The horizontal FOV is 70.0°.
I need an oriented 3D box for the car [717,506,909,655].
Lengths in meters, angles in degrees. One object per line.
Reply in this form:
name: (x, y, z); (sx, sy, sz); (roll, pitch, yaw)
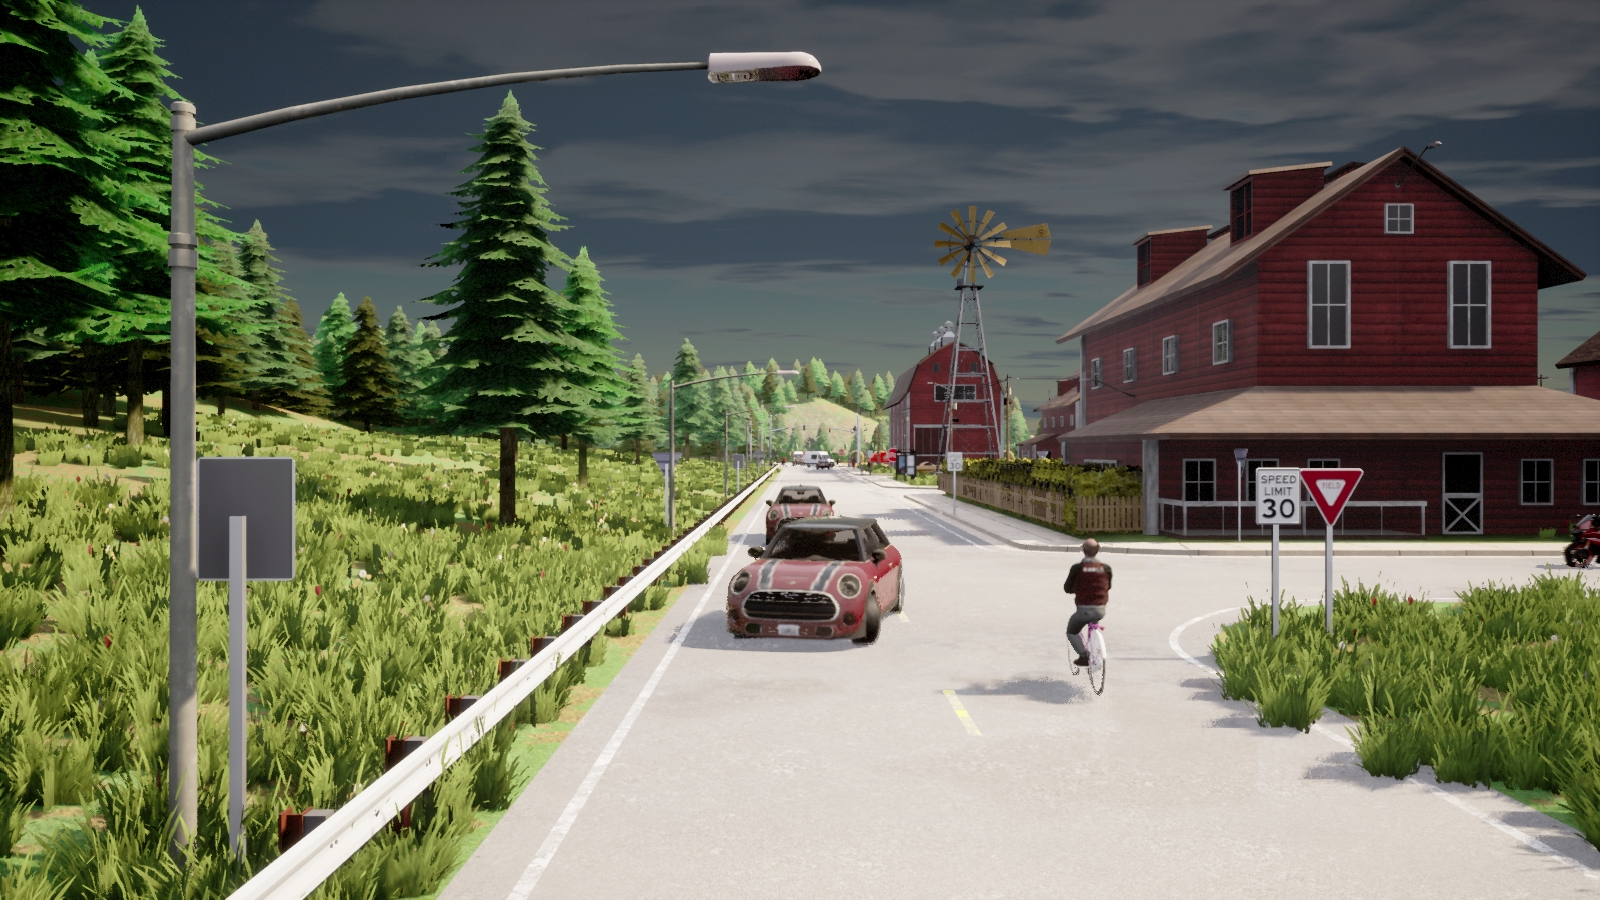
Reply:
car: (0.372, 1.901, 18.049); (2.097, 1.767, 4.553); (0, 0, 13)

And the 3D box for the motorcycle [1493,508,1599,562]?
motorcycle: (18.307, 2.065, 27.928); (2.209, 1.251, 0.867); (0, 0, 0)

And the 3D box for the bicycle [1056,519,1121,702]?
bicycle: (3.406, 1.836, 13.607); (0.329, 1.919, 1.835); (0, 0, 1)

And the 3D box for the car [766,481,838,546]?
car: (0.054, 1.906, 35.524); (2.097, 1.767, 4.553); (0, 0, 0)
